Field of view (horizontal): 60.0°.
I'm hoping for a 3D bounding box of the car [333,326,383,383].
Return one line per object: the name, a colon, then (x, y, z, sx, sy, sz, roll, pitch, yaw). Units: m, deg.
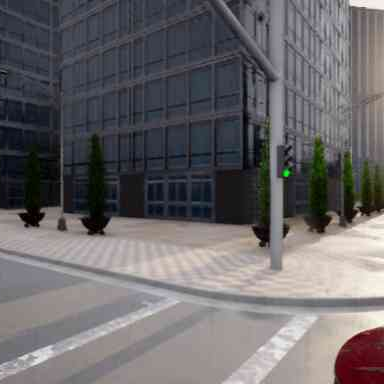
car: (3.355, 1.481, 1.599, 5.008, 1.535, 1.882, 0, 0, 36)
